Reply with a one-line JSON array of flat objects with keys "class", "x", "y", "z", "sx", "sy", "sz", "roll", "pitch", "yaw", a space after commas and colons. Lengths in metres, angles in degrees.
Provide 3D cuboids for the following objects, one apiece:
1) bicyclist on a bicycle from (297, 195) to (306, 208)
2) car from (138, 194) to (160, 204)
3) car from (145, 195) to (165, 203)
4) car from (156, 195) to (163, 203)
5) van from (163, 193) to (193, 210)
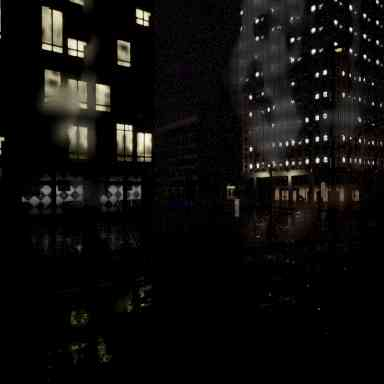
[{"class": "bicyclist on a bicycle", "x": 12.902, "y": 1.117, "z": 39.178, "sx": 1.656, "sy": 1.620, "sz": 0.582, "roll": -1, "pitch": 1, "yaw": -34}, {"class": "car", "x": -7.820, "y": 1.203, "z": 59.853, "sx": 1.882, "sy": 1.535, "sz": 5.008, "roll": -1, "pitch": 1, "yaw": -34}, {"class": "car", "x": -6.997, "y": 1.237, "z": 63.266, "sx": 1.887, "sy": 1.381, "sz": 4.507, "roll": 0, "pitch": 0, "yaw": -34}, {"class": "car", "x": -3.887, "y": 1.035, "z": 58.682, "sx": 2.192, "sy": 1.841, "sz": 5.009, "roll": 0, "pitch": 0, "yaw": -34}, {"class": "van", "x": -1.488, "y": 1.210, "z": 40.226, "sx": 1.690, "sy": 1.788, "sz": 3.998, "roll": 0, "pitch": 0, "yaw": -34}]
